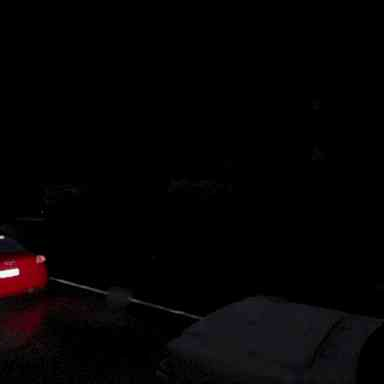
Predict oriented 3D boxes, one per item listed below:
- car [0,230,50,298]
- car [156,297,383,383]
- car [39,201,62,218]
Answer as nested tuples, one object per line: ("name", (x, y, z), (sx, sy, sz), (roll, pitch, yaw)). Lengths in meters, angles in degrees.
("car", (-5.175, 1.561, 7.729), (4.181, 1.385, 1.994), (0, 0, 37))
("car", (1.998, 1.601, 2.560), (4.718, 1.301, 1.895), (0, 0, 36))
("car", (-11.366, 1.458, 30.294), (1.837, 1.490, 4.892), (0, 0, 35))
